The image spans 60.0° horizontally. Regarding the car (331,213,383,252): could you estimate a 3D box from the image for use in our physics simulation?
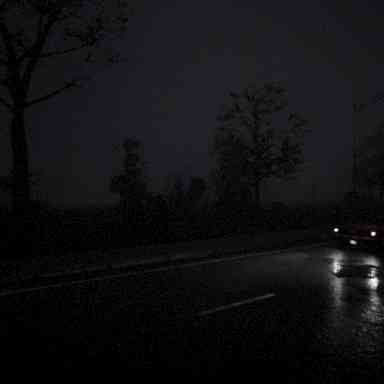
[{"bbox_3d":[7.931,1.597,13.946,4.718,1.301,1.895,0,0,-35],"label":"car"}]
